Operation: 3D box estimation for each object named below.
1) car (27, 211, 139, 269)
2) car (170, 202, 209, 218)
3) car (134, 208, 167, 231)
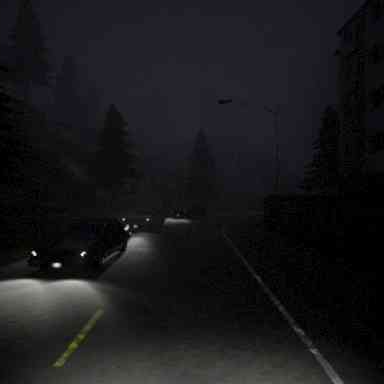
[{"bbox_3d":[-3.524,1.603,11.637,2.033,1.411,5.357,0,0,3],"label":"car"},{"bbox_3d":[-0.112,1.700,31.902,2.033,1.411,5.357,0,0,26],"label":"car"},{"bbox_3d":[-3.013,1.704,21.632,1.895,1.301,4.718,0,0,8],"label":"car"}]
